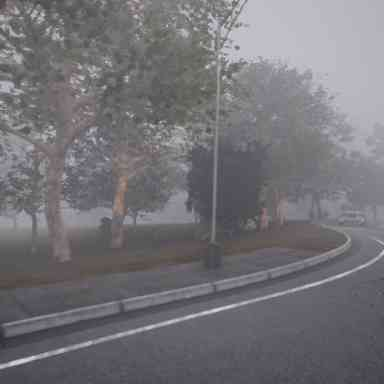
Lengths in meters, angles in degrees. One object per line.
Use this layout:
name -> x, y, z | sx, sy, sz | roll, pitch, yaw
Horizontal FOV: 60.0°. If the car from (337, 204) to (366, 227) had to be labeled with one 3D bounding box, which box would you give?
car -> 15.002, 2.112, 31.413 | 2.150, 2.045, 5.566 | 0, -2, 24
